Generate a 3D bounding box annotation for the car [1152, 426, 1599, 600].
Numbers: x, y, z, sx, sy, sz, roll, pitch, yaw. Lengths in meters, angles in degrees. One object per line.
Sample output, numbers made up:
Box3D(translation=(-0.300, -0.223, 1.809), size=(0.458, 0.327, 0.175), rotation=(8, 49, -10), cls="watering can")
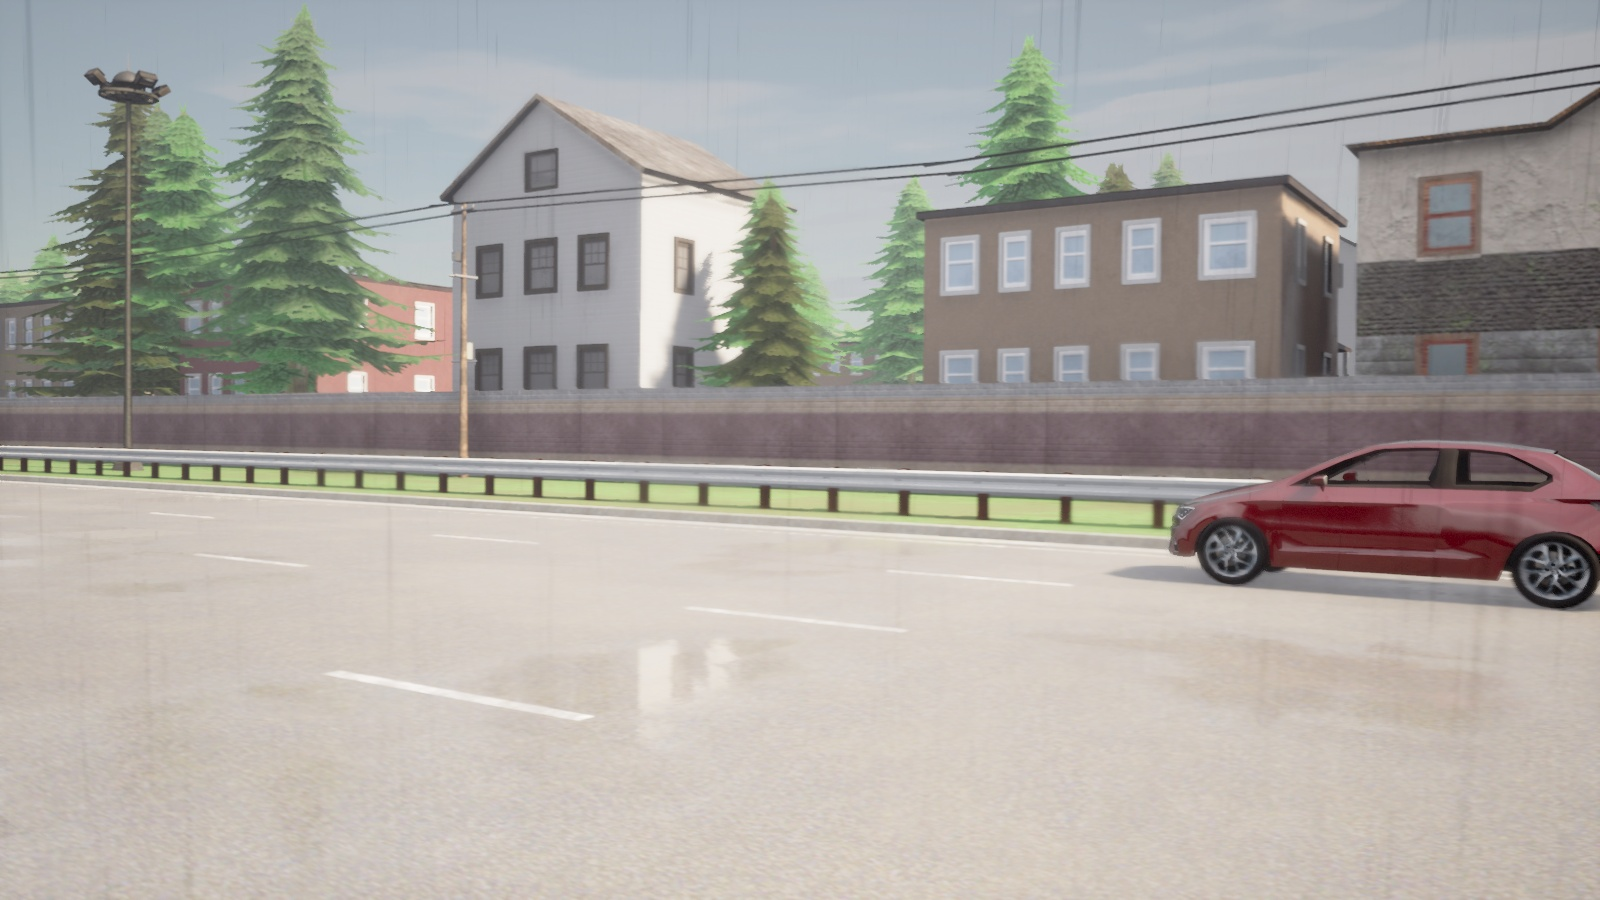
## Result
Box3D(translation=(5.828, 0.524, 12.356), size=(4.193, 1.474, 1.816), rotation=(0, 1, 34), cls="car")
